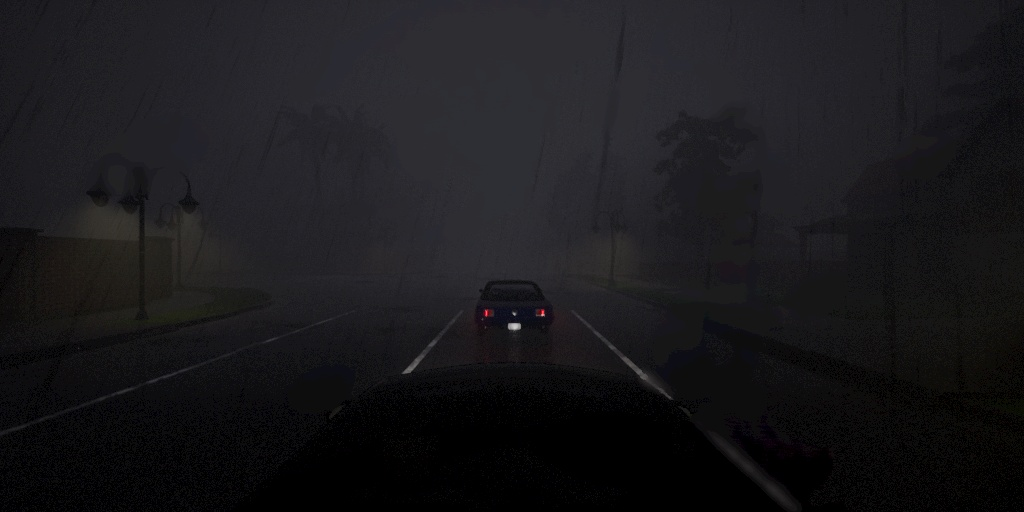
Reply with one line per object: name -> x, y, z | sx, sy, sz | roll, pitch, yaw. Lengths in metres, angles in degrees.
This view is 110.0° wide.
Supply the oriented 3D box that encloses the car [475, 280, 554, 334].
car -> -0.035, 1.358, 10.612 | 1.895, 1.301, 4.718 | 0, 0, -2
